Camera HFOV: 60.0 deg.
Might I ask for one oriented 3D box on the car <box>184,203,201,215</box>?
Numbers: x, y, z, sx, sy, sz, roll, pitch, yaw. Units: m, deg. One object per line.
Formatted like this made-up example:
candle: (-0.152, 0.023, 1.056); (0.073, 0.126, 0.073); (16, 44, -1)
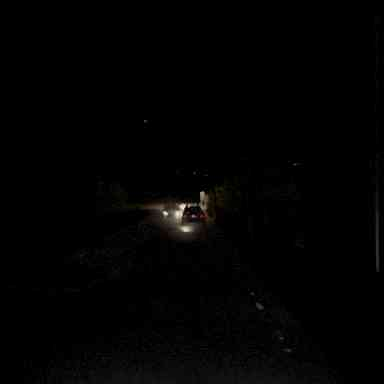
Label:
car: (0.081, 1.987, 39.954); (1.895, 1.301, 4.718); (0, -1, 0)

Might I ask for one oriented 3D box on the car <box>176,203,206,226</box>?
car: (0.095, 1.802, 25.968); (2.033, 1.411, 5.357); (0, -1, 0)

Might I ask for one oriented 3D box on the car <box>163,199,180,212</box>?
car: (-2.776, 1.796, 46.397); (2.097, 1.767, 4.553); (0, 0, 0)
